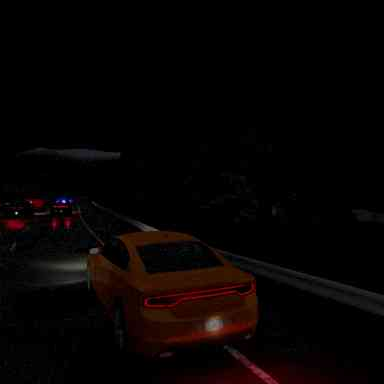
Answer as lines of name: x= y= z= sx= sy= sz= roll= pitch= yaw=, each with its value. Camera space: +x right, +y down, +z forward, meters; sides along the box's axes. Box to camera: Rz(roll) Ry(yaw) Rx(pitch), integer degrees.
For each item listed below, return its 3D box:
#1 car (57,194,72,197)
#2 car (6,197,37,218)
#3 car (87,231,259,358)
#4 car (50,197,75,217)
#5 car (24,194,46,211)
car: x=-15.794 y=1.221 z=41.318 sx=2.150 sy=2.045 sz=5.566 roll=0 pitch=0 yaw=-19
car: x=-15.413 y=1.505 z=29.941 sx=1.837 sy=1.490 sz=4.892 roll=0 pitch=0 yaw=-20
car: x=-0.780 y=1.478 z=6.321 sx=1.882 sy=1.535 sz=5.008 roll=0 pitch=0 yaw=-25
car: x=-12.281 y=1.492 z=31.444 sx=2.128 sy=1.511 sz=4.902 roll=0 pitch=0 yaw=-19
car: x=-18.918 y=1.221 z=39.810 sx=2.150 sy=2.045 sz=5.566 roll=0 pitch=0 yaw=-19
